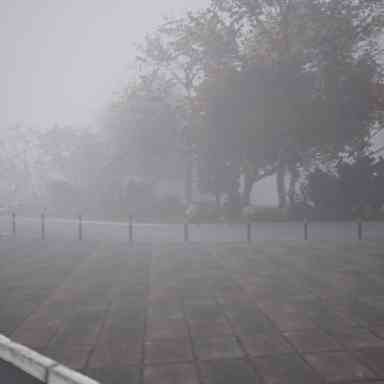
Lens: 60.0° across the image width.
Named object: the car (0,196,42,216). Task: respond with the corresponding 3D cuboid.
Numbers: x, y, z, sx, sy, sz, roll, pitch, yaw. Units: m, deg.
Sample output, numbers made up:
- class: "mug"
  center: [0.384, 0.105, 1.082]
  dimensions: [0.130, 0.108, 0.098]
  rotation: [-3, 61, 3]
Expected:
- class: "car"
  center: [-18.375, 1.609, 35.711]
  dimensions: [2.185, 1.767, 4.553]
  rotation: [0, 0, 34]
